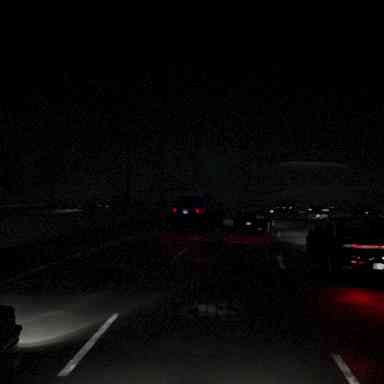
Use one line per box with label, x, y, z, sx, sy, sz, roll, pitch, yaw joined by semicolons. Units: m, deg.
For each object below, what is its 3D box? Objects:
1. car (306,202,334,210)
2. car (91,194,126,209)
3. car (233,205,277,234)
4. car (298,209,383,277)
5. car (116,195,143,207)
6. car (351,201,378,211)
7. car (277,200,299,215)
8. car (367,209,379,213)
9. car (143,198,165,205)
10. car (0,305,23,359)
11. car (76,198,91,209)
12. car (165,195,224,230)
car;10.176;1.537;26.557;2.128;1.511;4.902;0;0;23
car;-9.827;1.270;42.248;2.150;2.045;5.566;0;0;24
car;3.736;1.497;19.792;1.882;1.535;5.008;0;0;18
car;4.771;1.512;10.109;2.128;1.511;4.902;0;0;10
car;-6.623;1.486;40.840;2.128;1.511;4.902;0;0;24
car;15.185;1.544;29.290;1.882;1.535;5.008;0;0;24
car;10.117;1.592;35.147;2.033;1.411;5.357;0;0;24
car;9.290;1.641;14.338;1.895;1.301;4.718;0;0;15
car;-3.428;1.542;39.411;1.837;1.490;4.892;0;0;24
car;-3.247;1.535;1.918;2.033;1.411;5.357;0;0;2
car;-13.010;1.521;43.707;1.837;1.490;4.892;0;0;24
car;0.491;1.227;21.277;2.150;2.045;5.566;0;0;19
